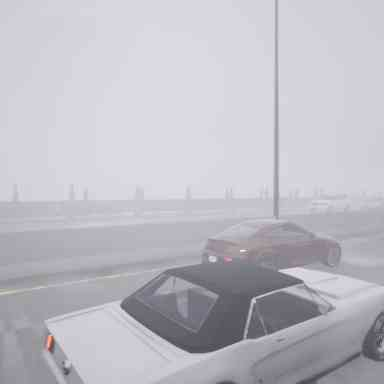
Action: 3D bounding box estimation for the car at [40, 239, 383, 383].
[{"bbox_3d":[0.767,1.598,4.260,4.718,1.301,1.895,0,0,-35],"label":"car"}]

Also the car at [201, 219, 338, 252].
[{"bbox_3d":[2.405,1.520,9.685,4.674,1.442,1.812,0,0,-35],"label":"car"}]

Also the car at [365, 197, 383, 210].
[{"bbox_3d":[17.689,1.480,29.143,4.902,1.511,2.128,0,0,-35],"label":"car"}]

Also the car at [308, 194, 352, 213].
[{"bbox_3d":[14.888,1.203,35.725,5.566,2.045,2.150,0,0,-35],"label":"car"}]

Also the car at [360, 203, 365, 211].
[{"bbox_3d":[19.476,1.338,34.652,4.553,1.767,2.097,0,0,-35],"label":"car"}]
